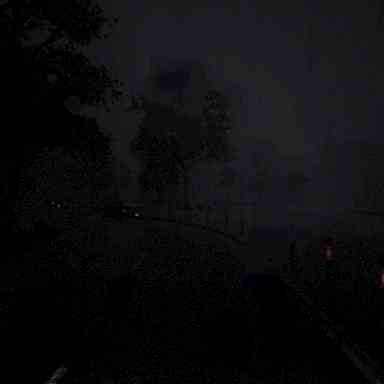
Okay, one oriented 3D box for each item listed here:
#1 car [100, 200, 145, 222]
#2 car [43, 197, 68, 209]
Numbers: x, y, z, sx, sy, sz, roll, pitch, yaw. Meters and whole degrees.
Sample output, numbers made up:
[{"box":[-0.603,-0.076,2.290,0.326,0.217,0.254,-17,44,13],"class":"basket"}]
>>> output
[{"box":[-4.984,1.310,23.817,1.812,1.442,4.674,0,0,-36],"class":"car"},{"box":[-15.808,1.256,38.339,1.895,1.301,4.718,0,0,-33],"class":"car"}]
